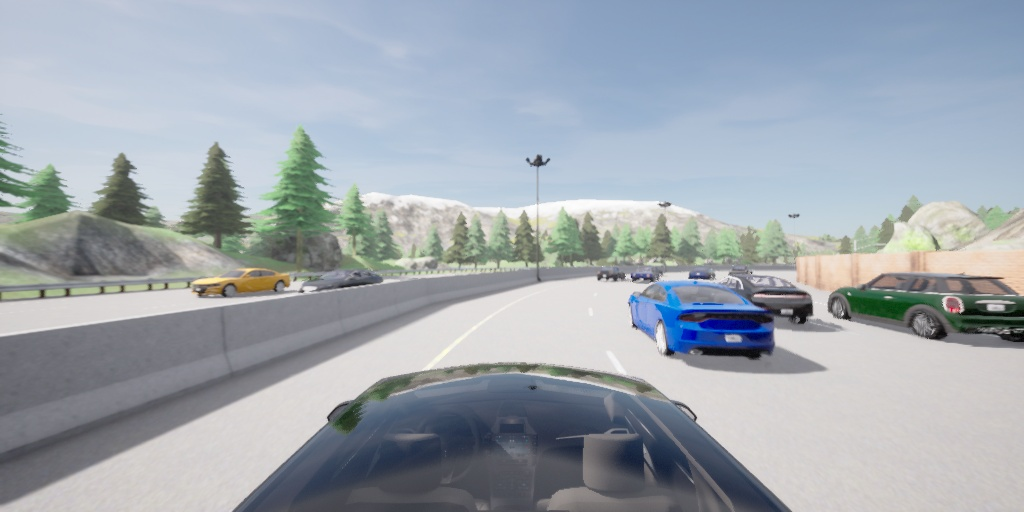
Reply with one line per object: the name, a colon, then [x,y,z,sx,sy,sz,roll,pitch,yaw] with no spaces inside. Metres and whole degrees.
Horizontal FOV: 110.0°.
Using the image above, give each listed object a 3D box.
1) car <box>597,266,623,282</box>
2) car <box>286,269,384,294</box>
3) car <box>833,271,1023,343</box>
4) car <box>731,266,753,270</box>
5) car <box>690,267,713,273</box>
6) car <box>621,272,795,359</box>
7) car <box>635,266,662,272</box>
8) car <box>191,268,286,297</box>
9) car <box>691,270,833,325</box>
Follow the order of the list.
car: [9.833,1.738,35.632,1.812,1.442,4.674,0,-1,31]
car: [-8.516,1.420,18.369,2.128,1.511,4.902,0,-1,13]
car: [11.780,1.258,10.547,2.097,1.767,4.553,0,-1,10]
car: [24.482,1.792,38.254,2.128,1.511,4.902,-1,-1,40]
car: [20.503,1.853,38.597,1.994,1.385,4.181,-1,-1,39]
car: [4.204,1.332,8.825,1.882,1.535,5.008,0,-1,6]
car: [12.721,1.802,33.957,1.895,1.301,4.718,0,-1,31]
car: [-15.228,1.448,20.486,1.882,1.535,5.008,0,-1,13]
car: [8.321,1.410,12.637,2.128,1.511,4.902,0,-1,11]
